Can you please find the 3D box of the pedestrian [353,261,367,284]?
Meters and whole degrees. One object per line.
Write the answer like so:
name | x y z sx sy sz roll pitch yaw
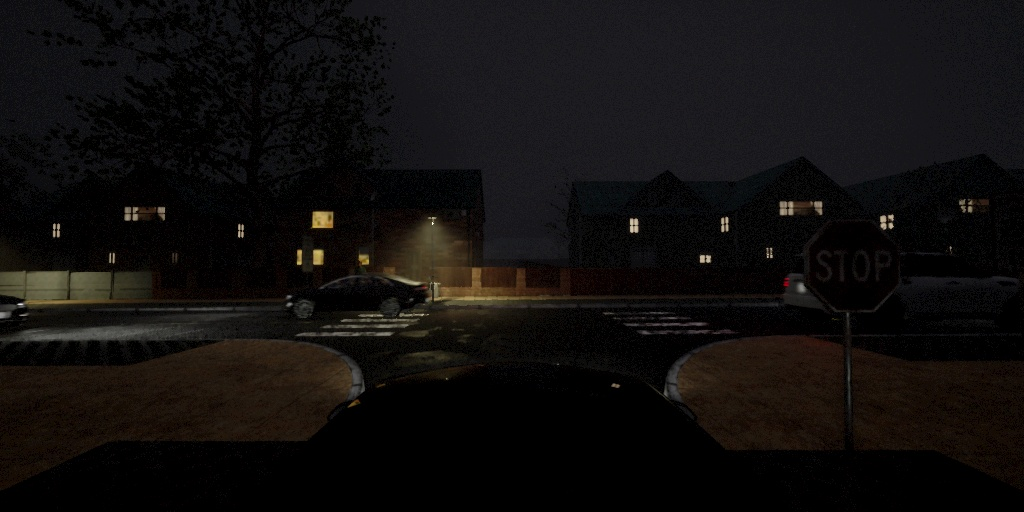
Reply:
pedestrian | -6.715 1.113 15.732 0.375 1.860 0.375 0 -1 1

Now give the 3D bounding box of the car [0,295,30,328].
car | -16.635 1.418 9.991 4.902 1.511 2.128 -1 -1 1

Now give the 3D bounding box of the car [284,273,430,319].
car | -5.421 1.376 12.797 4.902 1.511 2.128 -1 -1 1

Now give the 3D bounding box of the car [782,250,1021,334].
car | 10.511 0.887 9.649 5.566 2.045 2.150 0 -1 1
